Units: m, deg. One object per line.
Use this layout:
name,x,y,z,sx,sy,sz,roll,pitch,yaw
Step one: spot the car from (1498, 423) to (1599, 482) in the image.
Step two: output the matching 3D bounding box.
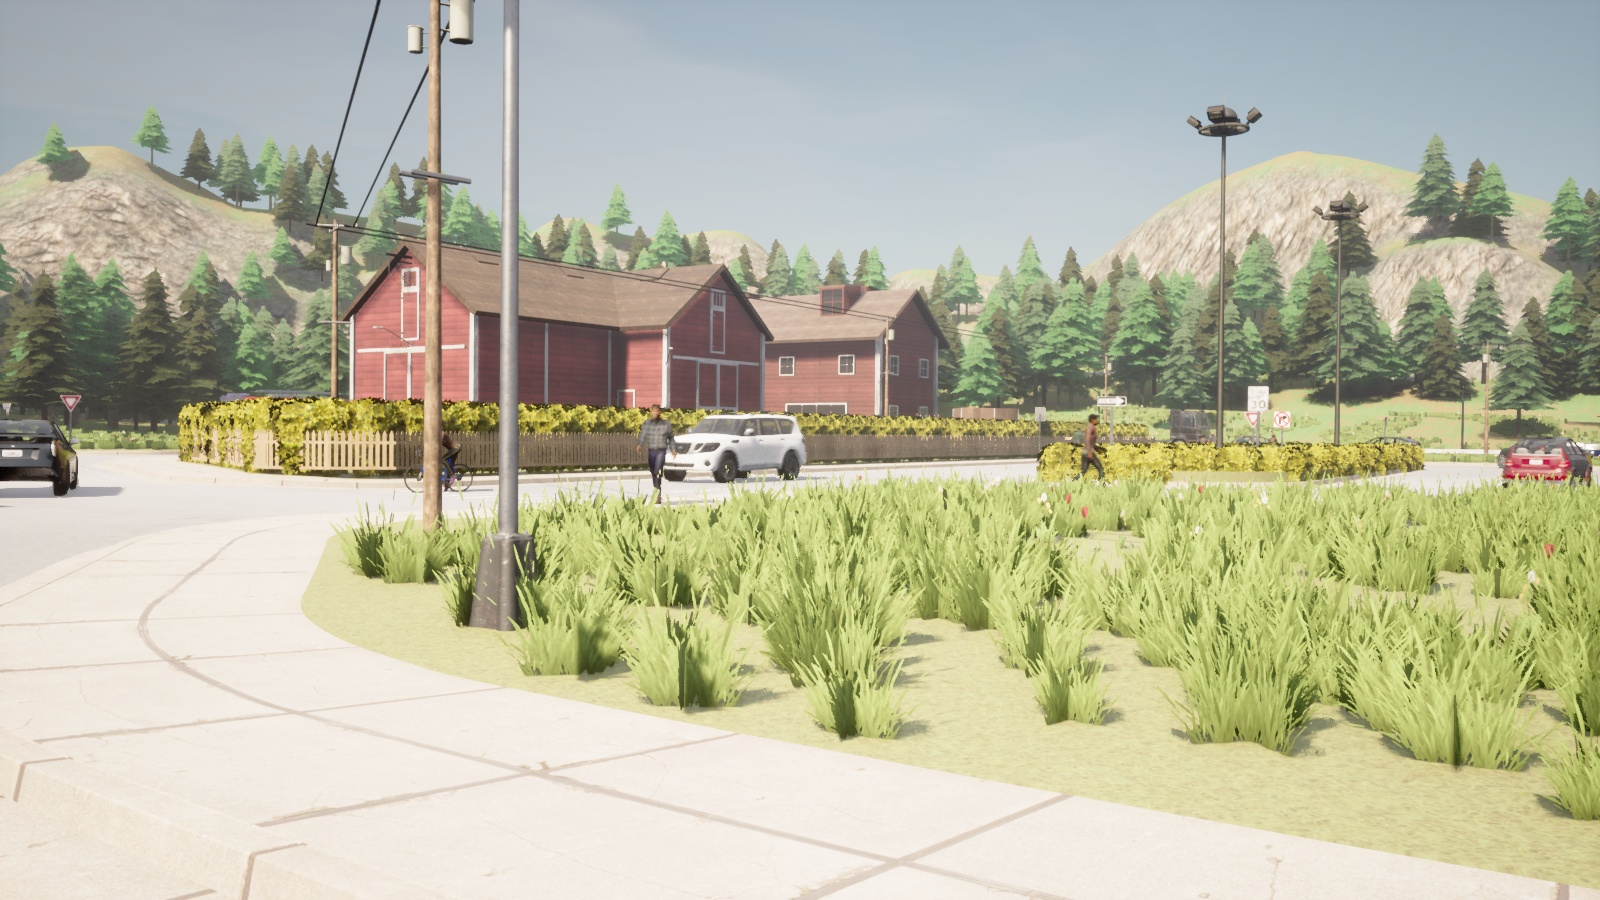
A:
car,20.888,0.043,35.003,1.789,1.549,3.705,0,1,41

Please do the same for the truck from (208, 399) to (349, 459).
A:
truck,-34.702,-1.408,83.892,2.891,3.827,8.468,0,1,34

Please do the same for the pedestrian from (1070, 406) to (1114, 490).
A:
pedestrian,6.322,-0.043,27.219,0.869,1.805,0.328,0,1,3

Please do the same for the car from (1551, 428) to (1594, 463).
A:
car,31.748,-0.206,51.584,1.481,1.376,2.207,0,1,33

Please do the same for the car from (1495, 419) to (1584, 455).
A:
car,35.236,-0.628,59.979,2.152,1.651,5.027,0,1,11

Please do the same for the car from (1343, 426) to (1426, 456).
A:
car,31.636,-0.506,68.008,1.789,1.549,3.705,-1,1,-43

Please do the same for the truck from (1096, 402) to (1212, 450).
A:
truck,26.601,-1.783,94.525,7.936,3.462,2.891,0,1,33

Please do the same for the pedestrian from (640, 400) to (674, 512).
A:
pedestrian,-2.552,0.101,22.418,0.423,1.949,0.788,0,1,6

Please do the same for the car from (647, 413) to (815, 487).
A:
car,-1.969,-0.050,37.909,2.150,2.045,5.566,0,1,33

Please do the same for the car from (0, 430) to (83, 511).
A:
car,-16.078,0.369,25.965,2.007,1.525,4.514,-1,1,-28

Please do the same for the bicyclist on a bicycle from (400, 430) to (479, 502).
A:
bicyclist on a bicycle,-8.433,0.357,29.386,1.656,1.620,0.582,-1,1,-36

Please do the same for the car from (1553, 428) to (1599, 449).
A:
car,50.155,-0.701,79.009,4.718,1.301,1.895,0,1,34
